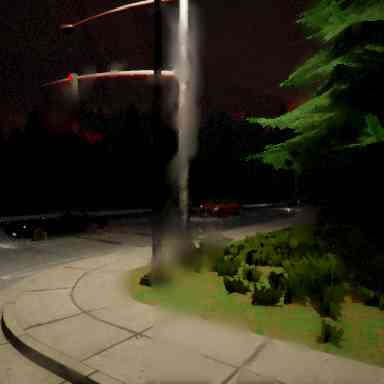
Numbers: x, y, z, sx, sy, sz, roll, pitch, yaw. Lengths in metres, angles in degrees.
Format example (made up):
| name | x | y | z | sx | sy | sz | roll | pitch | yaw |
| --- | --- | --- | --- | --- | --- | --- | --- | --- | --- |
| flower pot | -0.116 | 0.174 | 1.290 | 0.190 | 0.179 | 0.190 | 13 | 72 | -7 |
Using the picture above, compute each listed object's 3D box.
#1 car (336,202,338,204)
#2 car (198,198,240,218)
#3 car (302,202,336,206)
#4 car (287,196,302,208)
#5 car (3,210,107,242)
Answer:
| name | x | y | z | sx | sy | sz | roll | pitch | yaw |
| --- | --- | --- | --- | --- | --- | --- | --- | --- | --- |
| car | 22.699 | 1.465 | 51.378 | 2.128 | 1.511 | 4.902 | 0 | 0 | 37 |
| car | 2.436 | 1.326 | 29.740 | 2.097 | 1.767 | 4.553 | 0 | 0 | 35 |
| car | 16.399 | 1.195 | 42.910 | 2.150 | 2.045 | 5.566 | 0 | 0 | 36 |
| car | 15.129 | 1.323 | 47.282 | 2.097 | 1.767 | 4.553 | 0 | 0 | 37 |
| car | -6.647 | 1.574 | 16.602 | 1.895 | 1.301 | 4.718 | 0 | 0 | 35 |
